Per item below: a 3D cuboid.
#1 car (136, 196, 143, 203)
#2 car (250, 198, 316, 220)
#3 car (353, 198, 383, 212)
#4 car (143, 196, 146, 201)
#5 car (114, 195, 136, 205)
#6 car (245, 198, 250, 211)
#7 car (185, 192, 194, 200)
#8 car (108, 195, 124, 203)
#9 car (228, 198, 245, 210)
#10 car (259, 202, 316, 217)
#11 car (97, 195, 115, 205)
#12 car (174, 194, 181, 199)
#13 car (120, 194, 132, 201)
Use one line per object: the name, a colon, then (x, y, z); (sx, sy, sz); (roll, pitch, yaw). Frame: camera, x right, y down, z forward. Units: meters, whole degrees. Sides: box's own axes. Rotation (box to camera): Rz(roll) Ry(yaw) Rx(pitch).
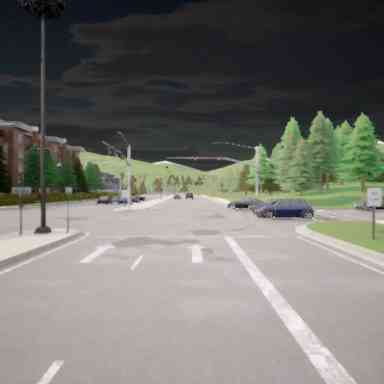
car: (-11.814, 1.442, 67.929); (2.033, 1.411, 5.357); (0, 0, -1)
car: (7.396, 1.311, 26.948); (4.553, 1.767, 2.097); (0, 0, 0)
car: (20.833, 1.436, 37.536); (4.902, 1.511, 2.128); (0, 0, 0)
car: (-11.965, 1.481, 77.973); (1.895, 1.301, 4.718); (0, 0, -1)
car: (-11.668, 1.392, 58.226); (1.882, 1.535, 5.008); (0, 0, -1)
car: (8.255, 1.442, 33.954); (4.902, 1.511, 2.128); (0, 0, 0)
car: (-0.721, 1.085, 95.051); (2.150, 2.045, 5.566); (0, 0, -1)
car: (-15.308, 1.423, 67.465); (2.128, 1.511, 4.902); (0, 0, -1)
car: (6.679, 1.432, 39.859); (4.902, 1.511, 2.128); (0, 1, 33)
car: (8.664, 1.556, 30.457); (4.718, 1.301, 1.895); (0, 0, 0)
car: (-15.165, 1.392, 57.989); (1.882, 1.535, 5.008); (0, 0, -1)
car: (-4.220, 1.385, 94.999); (2.128, 1.511, 4.902); (0, 0, -1)
car: (-15.462, 1.364, 77.721); (1.882, 1.535, 5.008); (0, 0, -1)
